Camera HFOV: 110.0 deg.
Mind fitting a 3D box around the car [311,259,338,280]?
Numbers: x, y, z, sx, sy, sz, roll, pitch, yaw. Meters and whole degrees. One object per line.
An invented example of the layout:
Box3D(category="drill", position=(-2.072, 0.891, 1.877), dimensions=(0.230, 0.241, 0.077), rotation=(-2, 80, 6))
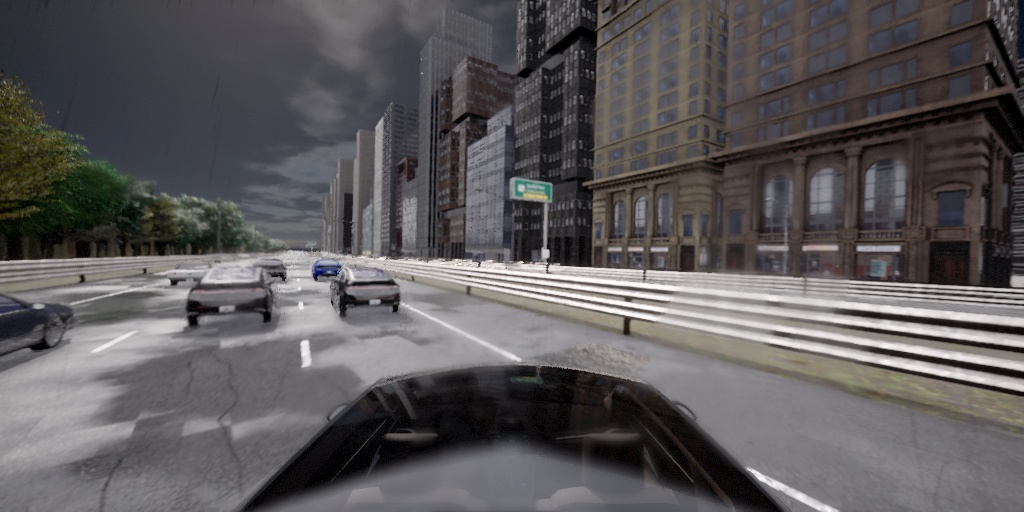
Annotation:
Box3D(category="car", position=(-14.347, 0.965, 27.791), dimensions=(1.882, 1.535, 5.008), rotation=(1, 0, -31))

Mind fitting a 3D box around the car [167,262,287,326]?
Box3D(category="car", position=(-8.347, 1.085, 11.028), dimensions=(2.128, 1.511, 4.902), rotation=(1, 0, -31))

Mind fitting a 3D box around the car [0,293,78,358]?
Box3D(category="car", position=(-8.924, 1.130, 5.195), dimensions=(2.033, 1.411, 5.357), rotation=(1, 0, -31))

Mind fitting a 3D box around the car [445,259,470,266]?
Box3D(category="car", position=(-8.242, 1.205, 51.304), dimensions=(5.366, 1.575, 1.801), rotation=(1, 0, 41))

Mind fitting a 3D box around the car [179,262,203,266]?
Box3D(category="car", position=(-18.732, 1.004, 21.500), dimensions=(1.895, 1.301, 4.718), rotation=(1, 0, -31))

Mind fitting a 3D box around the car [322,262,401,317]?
Box3D(category="car", position=(-5.348, 1.141, 12.829), dimensions=(2.128, 1.511, 4.902), rotation=(1, 0, -31))

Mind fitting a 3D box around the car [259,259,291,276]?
Box3D(category="car", position=(-16.555, 0.950, 24.674), dimensions=(1.837, 1.490, 4.892), rotation=(1, 0, -31))
